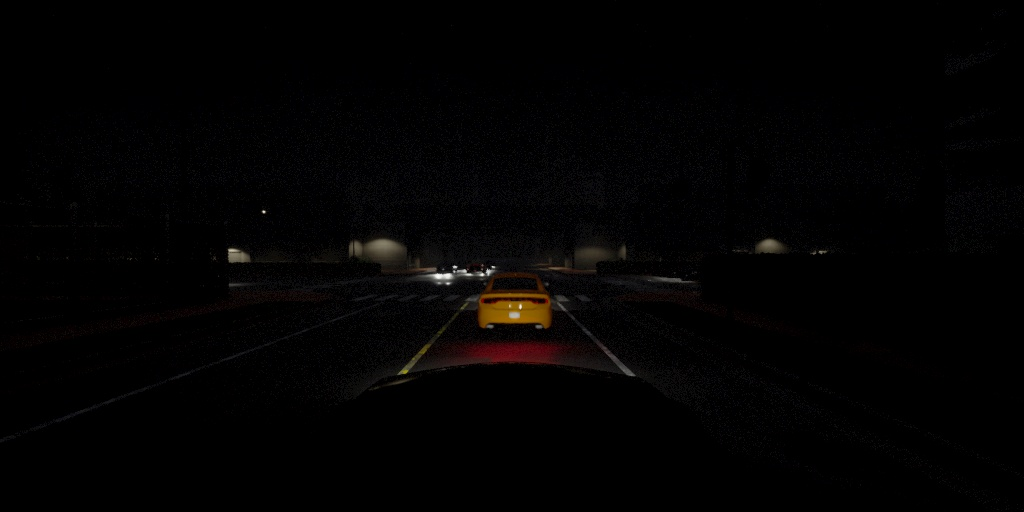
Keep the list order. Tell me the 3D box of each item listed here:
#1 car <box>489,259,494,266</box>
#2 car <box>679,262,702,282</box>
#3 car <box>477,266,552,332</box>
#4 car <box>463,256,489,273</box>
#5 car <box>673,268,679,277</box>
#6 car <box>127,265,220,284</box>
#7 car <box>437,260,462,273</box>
[{"bbox_3d":[-4.268,1.389,55.122,1.895,1.301,4.718,0,0,0],"label":"car"},{"bbox_3d":[16.427,1.303,28.960,4.674,1.442,1.812,0,0,0],"label":"car"},{"bbox_3d":[0.115,1.231,10.886,1.882,1.535,5.008,0,0,1],"label":"car"},{"bbox_3d":[-4.267,1.136,43.485,2.097,1.767,4.553,0,0,0],"label":"car"},{"bbox_3d":[17.162,1.284,32.462,4.892,1.490,1.837,0,0,0],"label":"car"},{"bbox_3d":[-23.819,1.324,25.380,5.357,1.411,2.033,0,0,0],"label":"car"},{"bbox_3d":[-7.813,1.275,43.538,2.128,1.511,4.902,0,0,2],"label":"car"}]
